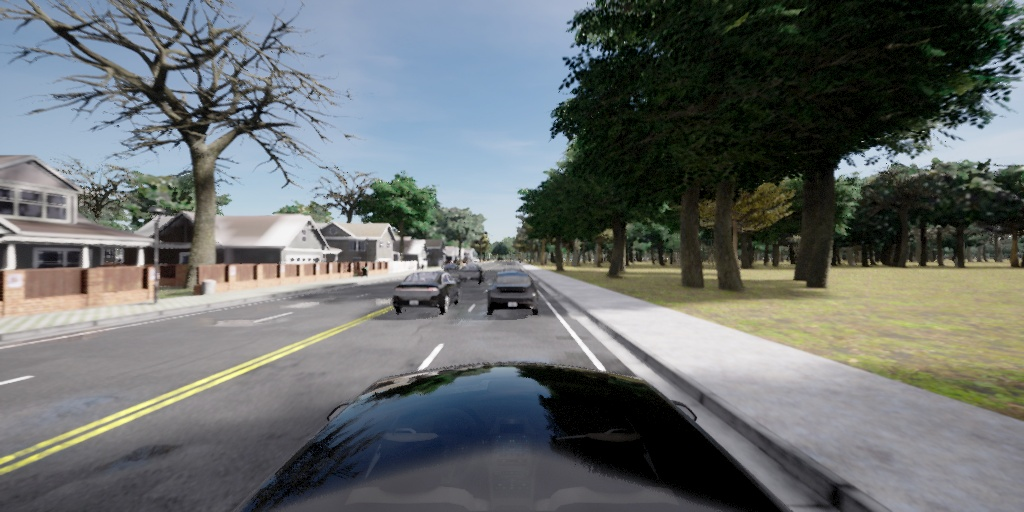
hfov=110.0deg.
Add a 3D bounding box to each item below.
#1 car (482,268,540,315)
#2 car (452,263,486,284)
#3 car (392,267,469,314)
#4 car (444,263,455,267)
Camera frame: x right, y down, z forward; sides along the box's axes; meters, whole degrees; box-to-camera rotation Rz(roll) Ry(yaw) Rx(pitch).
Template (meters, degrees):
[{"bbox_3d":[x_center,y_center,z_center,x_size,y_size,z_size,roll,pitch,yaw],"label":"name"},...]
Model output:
[{"bbox_3d":[0.040,1.365,14.257,1.837,1.490,4.892,0,0,0],"label":"car"},{"bbox_3d":[-3.220,1.487,29.251,2.128,1.511,4.902,0,0,0],"label":"car"},{"bbox_3d":[-3.212,1.351,14.261,2.128,1.511,4.902,0,0,1],"label":"car"},{"bbox_3d":[-9.843,1.833,58.024,1.994,1.385,4.181,0,0,0],"label":"car"}]
